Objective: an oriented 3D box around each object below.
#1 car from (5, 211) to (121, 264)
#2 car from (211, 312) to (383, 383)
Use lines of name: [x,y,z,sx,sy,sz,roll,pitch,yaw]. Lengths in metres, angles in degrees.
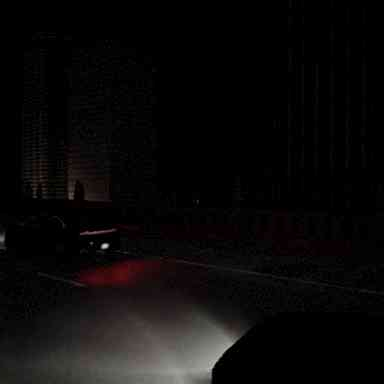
car: [-4.636,1.423,11.598,4.902,1.511,2.128,0,0,36]
car: [2.698,1.555,2.070,5.357,1.411,2.033,0,0,35]
